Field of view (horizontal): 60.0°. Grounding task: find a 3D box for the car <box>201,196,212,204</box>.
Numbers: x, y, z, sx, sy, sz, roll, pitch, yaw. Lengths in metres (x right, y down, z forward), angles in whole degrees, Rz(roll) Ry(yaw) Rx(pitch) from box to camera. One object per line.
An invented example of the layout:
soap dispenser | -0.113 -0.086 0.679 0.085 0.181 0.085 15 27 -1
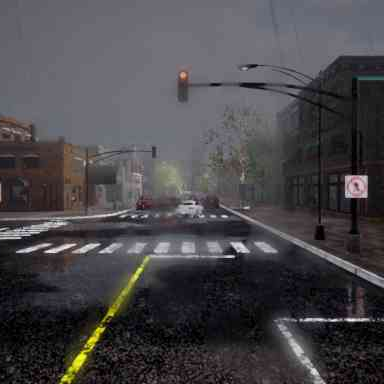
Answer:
car | 2.706 1.534 63.583 2.008 1.369 4.403 -1 0 0

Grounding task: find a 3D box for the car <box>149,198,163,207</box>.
car | -5.678 1.569 52.497 1.802 1.307 4.206 -1 0 0

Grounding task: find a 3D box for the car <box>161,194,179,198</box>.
car | -3.055 1.466 48.661 1.882 1.535 5.008 0 0 0

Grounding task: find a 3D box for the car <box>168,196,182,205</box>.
car | -2.986 1.477 58.791 2.128 1.511 4.902 0 0 0

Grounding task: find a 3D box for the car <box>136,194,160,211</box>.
car | -5.683 1.305 41.409 2.192 1.841 5.009 -1 0 0

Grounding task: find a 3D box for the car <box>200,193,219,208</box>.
car | 2.699 1.303 46.951 2.192 1.841 5.009 -1 0 0

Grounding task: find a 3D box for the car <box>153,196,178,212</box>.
car | -3.084 1.555 38.861 1.994 1.385 4.181 0 0 0

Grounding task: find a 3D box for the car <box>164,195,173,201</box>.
car | -5.670 1.523 80.217 1.887 1.381 4.507 -1 0 0

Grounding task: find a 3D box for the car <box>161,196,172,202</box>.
car | -5.672 1.546 74.673 1.947 1.339 4.313 -1 0 0

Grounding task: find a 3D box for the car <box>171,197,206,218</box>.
car | -0.242 1.519 30.500 1.812 1.442 4.674 1 0 12

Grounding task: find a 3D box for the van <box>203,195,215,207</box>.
van | 2.701 1.328 52.495 1.690 1.788 3.998 -1 0 0

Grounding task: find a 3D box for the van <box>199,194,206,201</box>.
van | 2.710 1.317 85.759 1.690 1.788 3.998 -1 0 0

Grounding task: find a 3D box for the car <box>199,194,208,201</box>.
car | 2.709 1.418 80.215 1.967 1.590 4.097 -1 0 0

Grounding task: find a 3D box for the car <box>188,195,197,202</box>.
car | 0.022 1.518 79.312 2.033 1.411 5.357 0 0 0

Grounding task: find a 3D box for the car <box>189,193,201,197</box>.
car | 0.138 1.337 63.386 2.097 1.767 4.553 0 0 -1

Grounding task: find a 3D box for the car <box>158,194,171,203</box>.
car | -5.675 1.297 69.129 2.192 1.841 5.009 -1 0 0
